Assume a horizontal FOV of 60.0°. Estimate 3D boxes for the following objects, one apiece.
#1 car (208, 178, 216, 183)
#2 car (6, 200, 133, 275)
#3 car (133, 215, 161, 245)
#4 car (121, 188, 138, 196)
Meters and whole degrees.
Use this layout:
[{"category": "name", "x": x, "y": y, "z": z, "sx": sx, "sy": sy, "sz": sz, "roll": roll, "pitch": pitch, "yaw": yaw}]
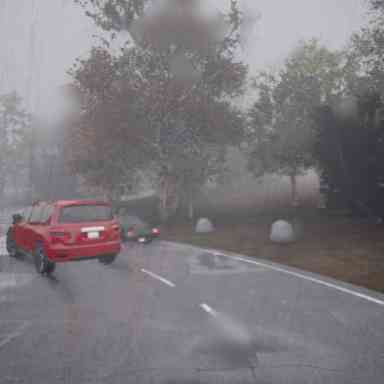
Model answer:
[{"category": "car", "x": 4.977, "y": -3.032, "z": 87.684, "sx": 1.812, "sy": 1.442, "sz": 4.674, "roll": -1, "pitch": 5, "yaw": 26}, {"category": "car", "x": -4.424, "y": 1.282, "z": 11.069, "sx": 2.150, "sy": 2.045, "sz": 5.566, "roll": 0, "pitch": 0, "yaw": -41}, {"category": "car", "x": -3.545, "y": 1.640, "z": 14.698, "sx": 4.718, "sy": 1.301, "sz": 1.895, "roll": -1, "pitch": 0, "yaw": 45}, {"category": "car", "x": -12.208, "y": 0.030, "z": 62.467, "sx": 1.895, "sy": 1.301, "sz": 4.718, "roll": -1, "pitch": 5, "yaw": 25}]
